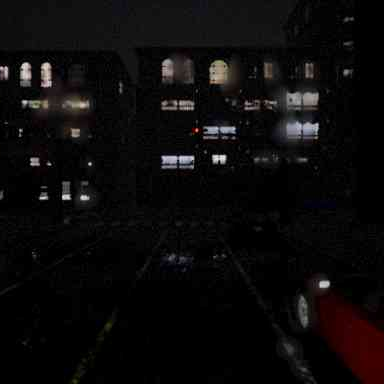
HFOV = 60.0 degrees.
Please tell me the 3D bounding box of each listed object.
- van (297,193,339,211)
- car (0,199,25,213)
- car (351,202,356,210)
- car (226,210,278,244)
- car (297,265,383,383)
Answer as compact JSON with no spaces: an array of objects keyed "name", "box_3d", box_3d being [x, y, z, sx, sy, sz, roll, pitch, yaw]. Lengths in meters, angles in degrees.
[{"name":"van","box_3d":[13.085,1.026,34.473,3.998,1.788,1.690,0,0,0]},{"name":"car","box_3d":[-19.698,1.445,34.432,4.403,1.369,2.008,0,0,0]},{"name":"car","box_3d":[18.727,1.232,34.503,4.206,1.307,1.802,0,0,0]},{"name":"car","box_3d":[2.575,1.449,14.902,1.947,1.339,4.313,1,0,0]},{"name":"car","box_3d":[2.574,1.513,3.775,1.887,1.381,4.507,1,0,0]}]
